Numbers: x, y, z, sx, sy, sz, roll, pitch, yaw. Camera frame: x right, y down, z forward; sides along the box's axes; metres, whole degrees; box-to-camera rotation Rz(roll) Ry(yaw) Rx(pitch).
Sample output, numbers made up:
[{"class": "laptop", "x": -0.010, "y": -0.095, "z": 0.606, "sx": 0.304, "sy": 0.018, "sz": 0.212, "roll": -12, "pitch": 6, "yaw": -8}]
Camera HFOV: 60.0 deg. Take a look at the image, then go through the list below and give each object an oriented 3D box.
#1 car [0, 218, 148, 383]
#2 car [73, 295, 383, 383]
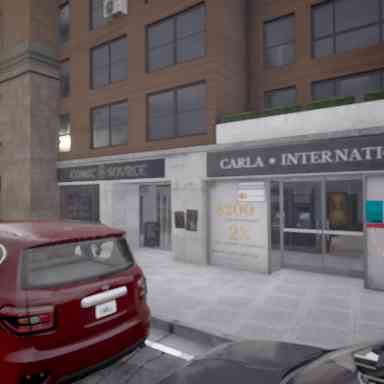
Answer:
[{"class": "car", "x": -2.849, "y": 1.319, "z": 4.898, "sx": 5.009, "sy": 1.841, "sz": 2.192, "roll": 0, "pitch": -1, "yaw": 36}, {"class": "car", "x": 1.609, "y": 1.550, "z": 1.707, "sx": 4.403, "sy": 1.369, "sz": 2.008, "roll": 0, "pitch": -1, "yaw": 36}]
